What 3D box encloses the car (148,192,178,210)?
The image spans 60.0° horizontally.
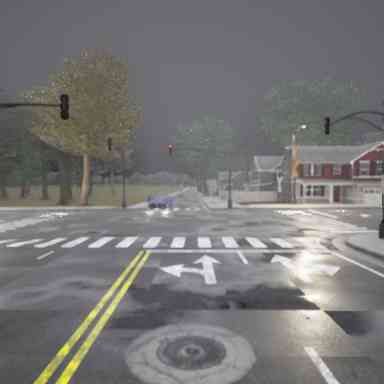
[{"bbox_3d":[-3.133,1.044,35.166,1.882,1.535,5.008,0,2,8],"label":"car"}]

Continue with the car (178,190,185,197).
[{"bbox_3d":[-2.719,0.325,81.832,1.882,1.535,5.008,0,1,0],"label":"car"}]
